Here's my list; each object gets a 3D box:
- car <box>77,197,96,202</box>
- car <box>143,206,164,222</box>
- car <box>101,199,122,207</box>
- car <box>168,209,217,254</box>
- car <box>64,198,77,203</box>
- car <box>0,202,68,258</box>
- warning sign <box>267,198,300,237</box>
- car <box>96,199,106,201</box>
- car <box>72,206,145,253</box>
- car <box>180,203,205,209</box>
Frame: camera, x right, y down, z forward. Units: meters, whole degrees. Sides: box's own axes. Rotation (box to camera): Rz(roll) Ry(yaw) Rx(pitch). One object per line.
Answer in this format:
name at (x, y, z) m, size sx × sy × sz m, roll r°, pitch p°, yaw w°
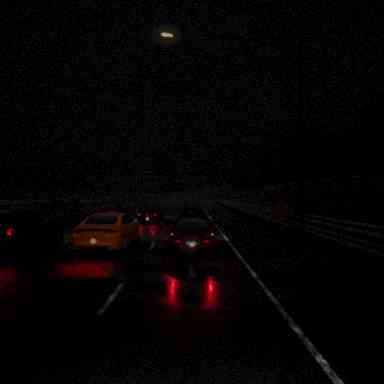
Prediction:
car at (-20.352, 1.839, 65.754) m, size 2.097 × 1.767 × 4.553 m, roll 0°, pitch -1°, yaw 2°
car at (-3.478, 1.828, 28.251) m, size 1.895 × 1.301 × 4.718 m, roll 0°, pitch 0°, yaw 0°
car at (-6.964, 1.711, 29.257) m, size 1.882 × 1.535 × 5.008 m, roll 0°, pitch 0°, yaw 1°
car at (0.021, 1.645, 13.914) m, size 1.812 × 1.442 × 4.674 m, roll 0°, pitch 0°, yaw 0°
car at (-23.849, 1.981, 65.857) m, size 1.837 × 1.490 × 4.892 m, roll 0°, pitch 0°, yaw 2°
car at (-6.982, 1.467, 13.406) m, size 2.097 × 1.767 × 4.553 m, roll 0°, pitch -1°, yaw 0°
warning sign at (4.580, 1.259, 16.747) m, size 1.300 × 1.860 × 1.060 m, roll 2°, pitch 1°, yaw 0°
car at (-16.859, 2.041, 65.585) m, size 1.994 × 1.385 × 4.181 m, roll 0°, pitch 0°, yaw 2°
car at (-3.475, 1.600, 14.242) m, size 1.882 × 1.535 × 5.008 m, roll 0°, pitch 0°, yaw 0°
car at (0.026, 1.735, 28.513) m, size 1.837 × 1.490 × 4.892 m, roll 0°, pitch 0°, yaw 1°
